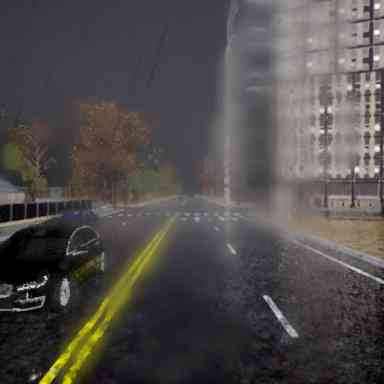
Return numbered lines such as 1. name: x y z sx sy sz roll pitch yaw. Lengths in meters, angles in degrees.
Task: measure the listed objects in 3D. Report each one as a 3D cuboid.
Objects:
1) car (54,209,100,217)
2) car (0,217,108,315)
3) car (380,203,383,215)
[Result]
1. car: -6.599 1.660 18.604 2.033 1.411 5.357 0 0 0
2. car: -3.352 1.553 7.874 1.837 1.490 4.892 0 -1 0
3. car: 23.003 1.872 35.590 5.009 1.841 2.192 0 1 20
